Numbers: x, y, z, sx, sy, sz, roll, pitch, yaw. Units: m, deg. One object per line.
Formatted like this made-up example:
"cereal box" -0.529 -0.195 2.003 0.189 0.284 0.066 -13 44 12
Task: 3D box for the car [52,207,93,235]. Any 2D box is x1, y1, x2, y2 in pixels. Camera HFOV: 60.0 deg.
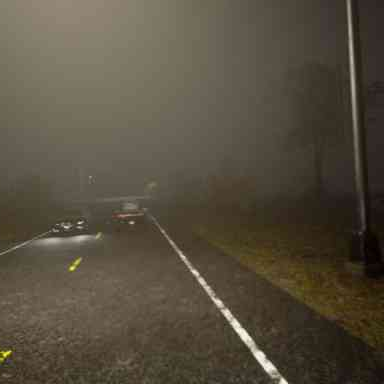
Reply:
"car" -7.450 1.740 21.014 1.837 1.490 4.892 -3 0 -10

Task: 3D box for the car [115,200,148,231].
"car" -3.829 1.520 21.162 2.128 1.511 4.902 -3 1 -10
